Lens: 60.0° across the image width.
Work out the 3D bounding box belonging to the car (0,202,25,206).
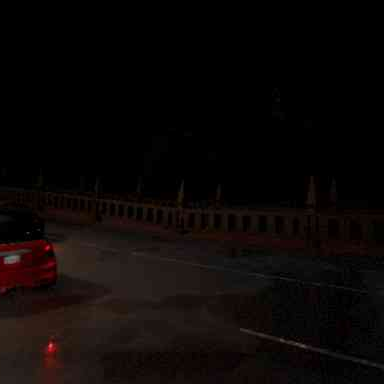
[{"bbox_3d":[-8.248,1.196,14.171,4.892,1.490,1.837,4,2,35],"label":"car"}]

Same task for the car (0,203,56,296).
[{"bbox_3d":[-5.194,1.274,7.682,4.553,1.767,2.097,2,1,36],"label":"car"}]
